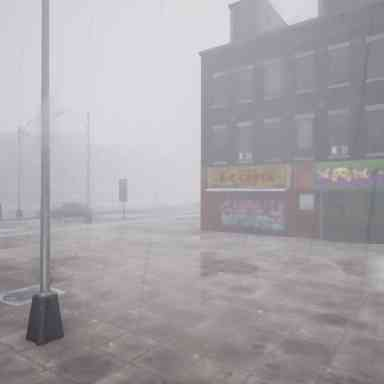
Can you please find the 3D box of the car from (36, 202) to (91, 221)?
[{"bbox_3d":[-10.321,1.499,26.973,1.994,1.385,4.181,0,0,35],"label":"car"}]

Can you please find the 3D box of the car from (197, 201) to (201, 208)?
[{"bbox_3d":[2.507,1.382,45.086,1.812,1.442,4.674,0,0,36],"label":"car"}]
